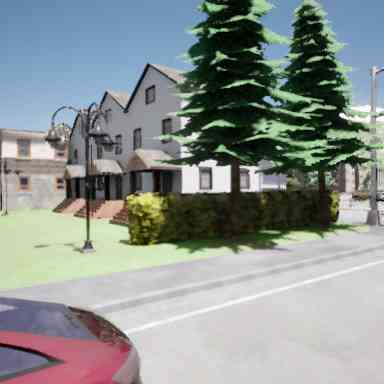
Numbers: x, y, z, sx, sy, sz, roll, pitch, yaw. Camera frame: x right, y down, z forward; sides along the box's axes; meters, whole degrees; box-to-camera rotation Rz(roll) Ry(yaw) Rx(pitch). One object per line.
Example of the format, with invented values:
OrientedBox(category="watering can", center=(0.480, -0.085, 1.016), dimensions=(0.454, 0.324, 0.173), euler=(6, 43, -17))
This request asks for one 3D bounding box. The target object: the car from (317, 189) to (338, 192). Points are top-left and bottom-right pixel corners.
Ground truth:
OrientedBox(category="car", center=(28.482, 0.223, 71.425), dimensions=(1.905, 1.878, 3.866), euler=(-1, 1, -36))

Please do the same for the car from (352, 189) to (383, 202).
OrientedBox(category="car", center=(25.679, 0.454, 48.013), dimensions=(1.932, 1.855, 4.605), euler=(-1, 1, -36))

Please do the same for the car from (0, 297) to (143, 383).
OrientedBox(category="car", center=(-2.411, 1.573, 2.271), dimensions=(4.181, 1.385, 1.994), euler=(-1, 1, -36))

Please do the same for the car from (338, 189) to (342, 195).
OrientedBox(category="car", center=(30.602, 0.205, 73.455), dimensions=(1.932, 1.855, 4.605), euler=(-1, 1, -36))
